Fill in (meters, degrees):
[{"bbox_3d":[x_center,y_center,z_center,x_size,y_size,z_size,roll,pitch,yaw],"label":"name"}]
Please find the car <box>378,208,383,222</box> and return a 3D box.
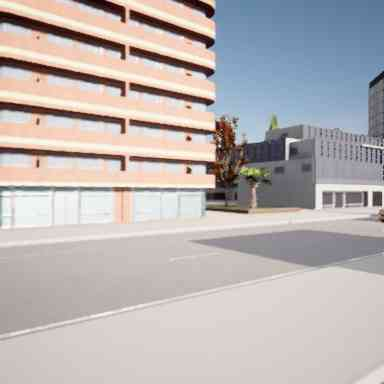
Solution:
[{"bbox_3d":[16.155,1.409,25.340,4.553,1.767,2.097,0,0,-35],"label":"car"}]
